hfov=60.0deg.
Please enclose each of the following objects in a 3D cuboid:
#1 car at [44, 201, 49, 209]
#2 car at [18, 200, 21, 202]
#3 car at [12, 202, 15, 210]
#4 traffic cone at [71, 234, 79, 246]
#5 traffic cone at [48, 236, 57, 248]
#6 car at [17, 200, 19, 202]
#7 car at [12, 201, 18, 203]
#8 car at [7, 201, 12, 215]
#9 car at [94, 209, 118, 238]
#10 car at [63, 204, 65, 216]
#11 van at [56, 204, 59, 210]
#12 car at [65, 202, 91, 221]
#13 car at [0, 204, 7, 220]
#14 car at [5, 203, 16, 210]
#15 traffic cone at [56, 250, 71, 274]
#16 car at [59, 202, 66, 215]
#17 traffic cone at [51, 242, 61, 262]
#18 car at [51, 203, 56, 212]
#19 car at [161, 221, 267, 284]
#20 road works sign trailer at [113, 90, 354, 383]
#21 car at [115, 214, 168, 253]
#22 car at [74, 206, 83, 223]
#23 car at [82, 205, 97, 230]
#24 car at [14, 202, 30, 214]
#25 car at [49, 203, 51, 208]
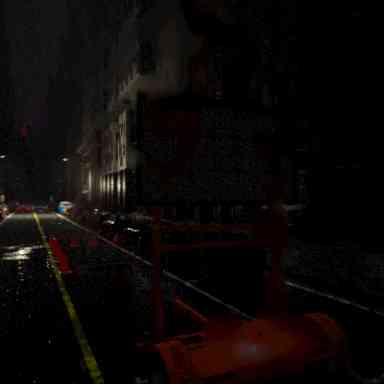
[{"bbox_3d":[-34.057,3.278,80.719,1.887,1.381,4.507,1,-2,-26],"label":"car"},{"bbox_3d":[-44.170,3.048,81.977,2.192,1.841,5.009,1,-2,-26],"label":"car"},{"bbox_3d":[-31.817,2.758,56.839,1.947,1.339,4.313,1,-2,-26],"label":"car"},{"bbox_3d":[-5.658,2.300,16.042,0.340,0.580,0.340,1,-1,-26],"label":"traffic cone"},{"bbox_3d":[-5.673,2.250,13.806,0.340,0.580,0.340,1,-1,-26],"label":"traffic cone"},{"bbox_3d":[-41.700,3.169,76.945,1.887,1.381,4.507,1,-2,-26],"label":"car"},{"bbox_3d":[-36.759,2.958,66.892,2.008,1.369,4.403,1,-2,-26],"label":"car"},{"bbox_3d":[-26.876,2.417,46.790,1.967,1.590,4.097,1,-2,-26],"label":"car"},{"bbox_3d":[-4.407,1.997,20.399,2.008,1.369,4.403,1,-2,-26],"label":"car"},{"bbox_3d":[-14.290,2.453,40.506,1.802,1.307,4.206,1,-2,-26],"label":"car"},{"bbox_3d":[-19.231,2.426,50.564,1.690,1.788,3.998,1,-2,-26],"label":"van"},{"bbox_3d":[-11.818,2.079,35.485,2.192,1.841,5.009,1,-2,-26],"label":"car"},{"bbox_3d":[-21.934,2.203,36.737,1.967,1.590,4.097,1,-2,-26],"label":"car"},{"bbox_3d":[-39.154,3.038,71.766,1.752,1.417,4.829,1,-2,-26],"label":"car"},{"bbox_3d":[-3.909,2.175,10.217,0.340,0.580,0.340,1,-1,-26],"label":"traffic cone"},{"bbox_3d":[-16.836,2.507,45.686,1.752,1.417,4.829,1,-2,-26],"label":"car"},{"bbox_3d":[-4.791,2.213,12.011,0.340,0.580,0.340,1,-1,-26],"label":"traffic cone"},{"bbox_3d":[-24.174,2.882,60.612,1.802,1.307,4.206,1,-2,-26],"label":"car"},{"bbox_3d":[0.535,1.803,10.346,1.947,1.339,4.313,1,-2,-26],"label":"car"},{"bbox_3d":[0.328,0.571,4.531,2.380,3.560,2.880,1,-1,-26],"label":"road works sign trailer"},{"bbox_3d":[-1.936,1.907,15.373,1.947,1.339,4.313,1,-2,-26],"label":"car"},{"bbox_3d":[-9.348,2.240,30.452,1.802,1.307,4.206,1,-2,-26],"label":"car"},{"bbox_3d":[-6.877,1.992,25.429,1.967,1.590,4.097,1,-2,-26],"label":"car"},{"bbox_3d":[-26.421,2.700,52.116,1.895,1.301,4.718,1,-1,-26],"label":"car"},{"bbox_3d":[-26.644,2.990,65.638,1.802,1.307,4.206,1,-2,-26],"label":"car"}]
